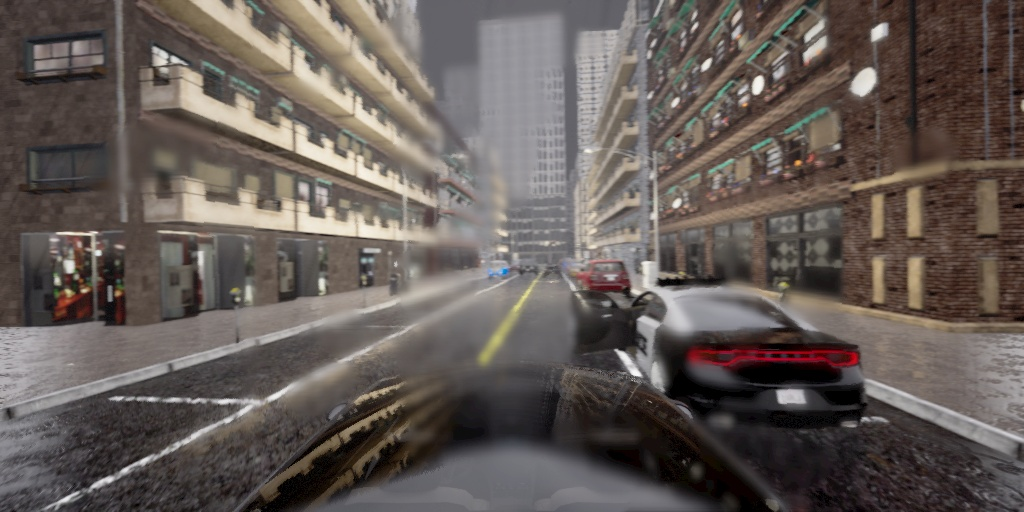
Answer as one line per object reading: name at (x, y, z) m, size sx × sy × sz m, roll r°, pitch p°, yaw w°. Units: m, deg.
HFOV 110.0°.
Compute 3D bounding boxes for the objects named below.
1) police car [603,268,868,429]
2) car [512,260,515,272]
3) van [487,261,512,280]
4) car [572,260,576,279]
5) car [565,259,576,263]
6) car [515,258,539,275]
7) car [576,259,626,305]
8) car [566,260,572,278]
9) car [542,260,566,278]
police car at (2.943, 1.151, 5.983) m, size 1.930 × 1.638 × 5.238 m, roll -1°, pitch 0°, yaw 6°
car at (0.539, 1.544, 52.104) m, size 1.967 × 1.591 × 4.097 m, roll 0°, pitch 0°, yaw 6°
van at (-1.321, 1.361, 35.561) m, size 1.690 × 1.789 × 3.998 m, roll 0°, pitch 0°, yaw 6°
car at (5.272, 1.251, 23.672) m, size 1.967 × 1.591 × 4.097 m, roll 0°, pitch 0°, yaw 6°
car at (7.131, 1.336, 40.215) m, size 1.967 × 1.591 × 4.097 m, roll 0°, pitch 0°, yaw 6°
car at (2.088, 1.238, 43.220) m, size 2.150 × 2.045 × 5.566 m, roll -1°, pitch -1°, yaw 7°
car at (4.652, 1.098, 18.158) m, size 2.192 × 1.841 × 5.009 m, roll 0°, pitch 0°, yaw 6°
car at (6.531, 1.393, 34.870) m, size 1.751 × 1.417 × 4.829 m, roll 0°, pitch 0°, yaw 6°
car at (4.134, 1.427, 35.915) m, size 1.837 × 1.490 × 4.892 m, roll -1°, pitch 0°, yaw 7°
